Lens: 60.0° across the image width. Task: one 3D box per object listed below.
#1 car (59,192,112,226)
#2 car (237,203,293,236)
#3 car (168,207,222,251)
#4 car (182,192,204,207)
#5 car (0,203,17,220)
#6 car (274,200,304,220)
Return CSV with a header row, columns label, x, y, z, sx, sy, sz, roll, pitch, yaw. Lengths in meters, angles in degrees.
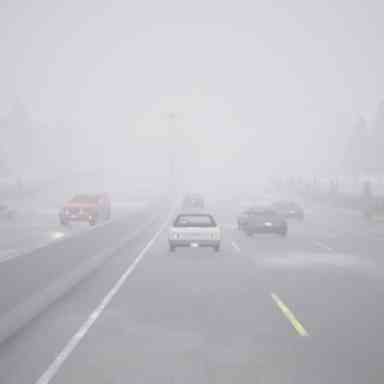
label,x,y,z,sx,sy,sz,roll,pitch,yaw
car,-7.009,1.058,22.508,2.150,2.045,5.566,0,1,0
car,3.598,1.469,17.673,1.994,1.385,4.181,0,0,0
car,0.098,1.527,13.681,1.895,1.301,4.718,0,0,0
car,0.093,0.718,32.916,2.097,1.767,4.553,0,4,0
car,-14.009,1.430,22.652,1.895,1.301,4.718,0,1,0
car,7.097,1.306,25.702,1.994,1.385,4.181,0,2,0
